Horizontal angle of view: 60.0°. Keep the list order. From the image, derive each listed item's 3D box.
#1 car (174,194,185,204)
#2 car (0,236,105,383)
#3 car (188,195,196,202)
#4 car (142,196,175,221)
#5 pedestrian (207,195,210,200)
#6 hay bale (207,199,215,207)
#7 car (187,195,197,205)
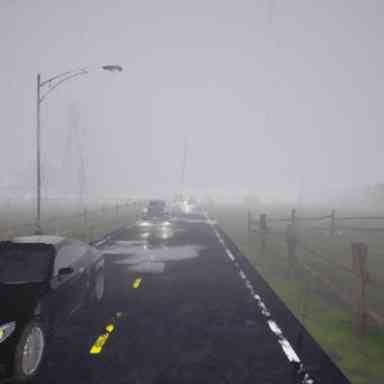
[{"bbox_3d":[-2.733,1.381,68.320,2.150,2.045,5.566,0,0,0],"label":"car"},{"bbox_3d":[-2.803,1.536,5.583,1.812,1.442,4.674,0,0,1],"label":"car"},{"bbox_3d":[0.022,1.563,83.104,1.882,1.535,5.008,0,0,0],"label":"car"},{"bbox_3d":[-2.837,1.410,27.648,2.097,1.767,4.553,0,0,0],"label":"car"},{"bbox_3d":[2.840,1.436,56.178,0.375,1.860,0.375,-1,1,4],"label":"pedestrian"},{"bbox_3d":[3.152,1.789,55.063,1.220,1.180,1.240,1,1,0],"label":"hay bale"},{"bbox_3d":[0.017,1.710,63.397,2.033,1.411,5.357,0,0,0],"label":"car"}]
